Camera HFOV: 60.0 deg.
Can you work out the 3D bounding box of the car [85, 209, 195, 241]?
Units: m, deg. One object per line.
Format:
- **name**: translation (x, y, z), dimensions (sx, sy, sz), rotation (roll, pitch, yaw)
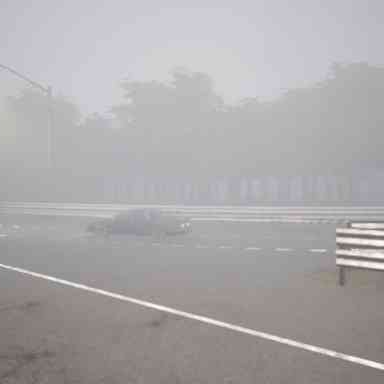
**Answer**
- **car**: translation (-2.569, 1.564, 16.544), dimensions (5.357, 1.411, 2.033), rotation (0, 0, 17)
